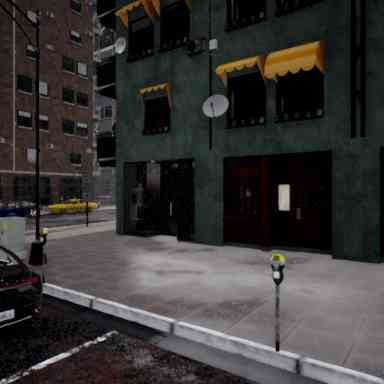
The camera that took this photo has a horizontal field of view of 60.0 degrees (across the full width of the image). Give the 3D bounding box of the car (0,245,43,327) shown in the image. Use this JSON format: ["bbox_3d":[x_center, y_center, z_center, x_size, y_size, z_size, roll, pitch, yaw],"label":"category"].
[{"bbox_3d":[-4.469,1.550,6.054,4.403,1.369,2.008,0,0,35],"label":"car"}]

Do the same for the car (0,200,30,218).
[{"bbox_3d":[-13.843,1.436,22.236,1.895,1.301,4.718,0,1,39],"label":"car"}]

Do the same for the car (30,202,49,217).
[{"bbox_3d":[-14.045,1.344,26.058,2.008,1.369,4.403,1,1,35],"label":"car"}]

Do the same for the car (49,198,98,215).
[{"bbox_3d":[-10.958,1.243,30.485,1.752,1.417,4.829,1,1,35],"label":"car"}]
